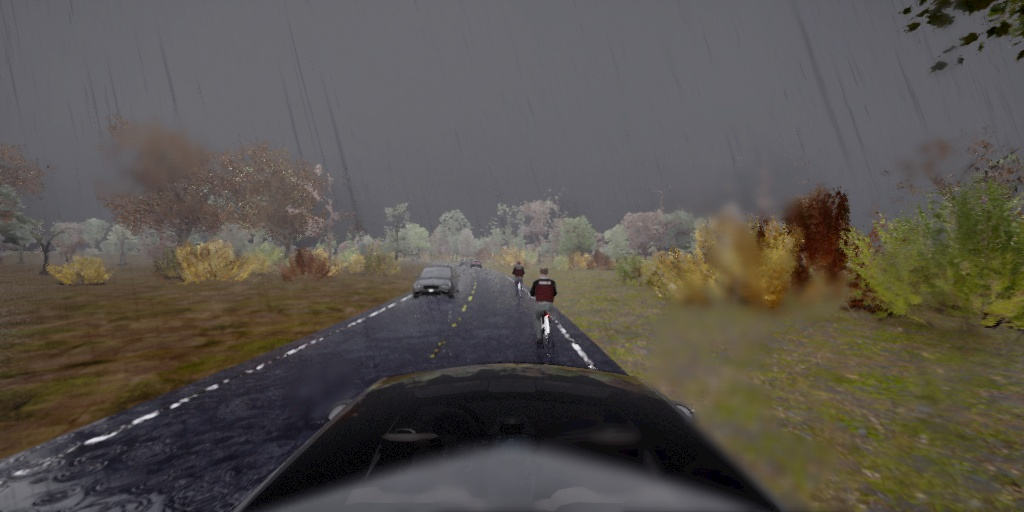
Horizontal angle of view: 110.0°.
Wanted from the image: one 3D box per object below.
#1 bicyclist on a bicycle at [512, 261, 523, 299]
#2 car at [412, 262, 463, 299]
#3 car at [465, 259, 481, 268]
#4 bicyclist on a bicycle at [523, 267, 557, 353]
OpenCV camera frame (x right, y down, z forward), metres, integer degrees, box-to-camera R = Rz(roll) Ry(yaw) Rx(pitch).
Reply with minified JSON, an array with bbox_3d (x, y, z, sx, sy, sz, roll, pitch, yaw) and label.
[{"bbox_3d":[0.311,1.118,17.048,0.659,1.776,1.843,0,0,-3],"label":"bicyclist on a bicycle"},{"bbox_3d":[-3.696,1.252,18.056,1.837,1.490,4.892,0,0,-4],"label":"car"},{"bbox_3d":[-6.275,1.240,60.352,1.837,1.490,4.892,0,0,-12],"label":"car"},{"bbox_3d":[0.691,1.119,7.982,0.659,1.776,1.843,0,0,-1],"label":"bicyclist on a bicycle"}]
